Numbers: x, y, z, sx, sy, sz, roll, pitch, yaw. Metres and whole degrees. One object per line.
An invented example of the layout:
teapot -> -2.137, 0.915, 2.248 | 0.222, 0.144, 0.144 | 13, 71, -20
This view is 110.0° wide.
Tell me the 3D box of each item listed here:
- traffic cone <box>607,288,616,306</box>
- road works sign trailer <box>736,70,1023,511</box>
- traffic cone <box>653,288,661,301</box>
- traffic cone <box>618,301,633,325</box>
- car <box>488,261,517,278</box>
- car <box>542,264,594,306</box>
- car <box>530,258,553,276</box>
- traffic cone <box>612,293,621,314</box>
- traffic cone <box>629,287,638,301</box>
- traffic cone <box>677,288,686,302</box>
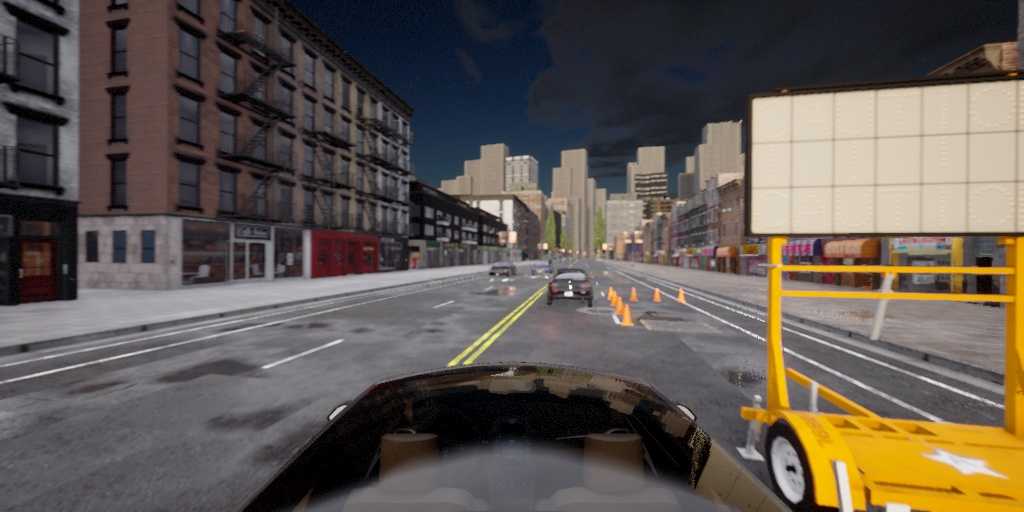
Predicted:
traffic cone -> 4.123, 1.697, 14.407 | 0.340, 0.580, 0.340 | 0, 0, 11
road works sign trailer -> 3.369, 0.231, 3.346 | 2.380, 3.560, 2.880 | 0, 0, 11
traffic cone -> 6.470, 1.708, 15.986 | 0.340, 0.580, 0.340 | 0, 0, 11
traffic cone -> 3.356, 1.702, 10.481 | 0.340, 0.580, 0.340 | 0, 0, 11
car -> -0.744, 1.210, 33.623 | 2.033, 1.411, 5.357 | 0, 0, 11
car -> 2.584, 1.254, 15.735 | 1.812, 1.442, 4.674 | 0, 0, 11
car -> 3.112, 1.207, 36.378 | 1.812, 1.442, 4.674 | 0, 0, 11
traffic cone -> 3.740, 1.700, 12.444 | 0.340, 0.580, 0.340 | 0, 0, 11
traffic cone -> 5.488, 1.702, 16.178 | 0.340, 0.580, 0.340 | 0, 0, 11
traffic cone -> 7.451, 1.715, 15.795 | 0.340, 0.580, 0.340 | 0, 0, 11
